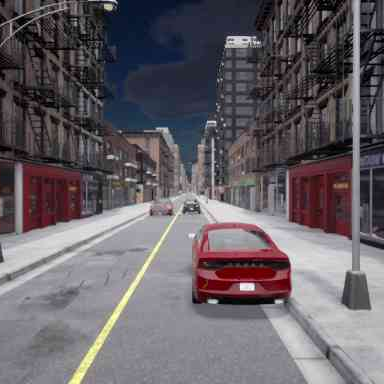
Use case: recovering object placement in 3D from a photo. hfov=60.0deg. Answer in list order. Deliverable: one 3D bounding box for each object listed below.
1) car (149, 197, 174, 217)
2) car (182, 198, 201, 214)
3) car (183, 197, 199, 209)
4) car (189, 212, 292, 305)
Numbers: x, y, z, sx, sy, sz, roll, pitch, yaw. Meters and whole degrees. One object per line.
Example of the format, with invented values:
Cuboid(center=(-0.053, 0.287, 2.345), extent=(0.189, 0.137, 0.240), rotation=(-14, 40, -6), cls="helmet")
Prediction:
Cuboid(center=(-2.844, 1.367, 31.873), extent=(2.097, 1.767, 4.553), rotation=(0, 0, 0), cls="car")
Cuboid(center=(-0.035, 1.545, 35.655), extent=(1.812, 1.442, 4.674), rotation=(0, 0, 0), cls="car")
Cuboid(center=(-0.121, 1.525, 45.825), extent=(2.128, 1.511, 4.902), rotation=(0, 0, 0), cls="car")
Cuboid(center=(0.939, 1.478, 8.189), extent=(1.882, 1.535, 5.008), rotation=(0, 0, 0), cls="car")
